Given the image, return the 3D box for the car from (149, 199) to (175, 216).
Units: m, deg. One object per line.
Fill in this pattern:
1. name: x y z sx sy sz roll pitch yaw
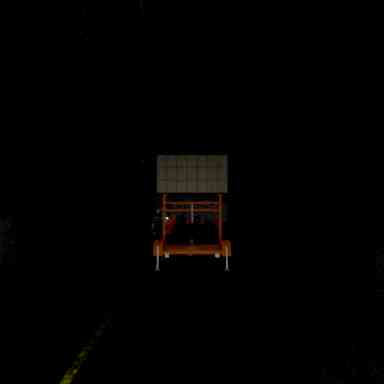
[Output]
1. car: -3.073 1.508 32.504 2.128 1.511 4.902 0 0 0

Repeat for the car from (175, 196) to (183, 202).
1. car: -2.936 1.609 73.287 1.837 1.490 4.892 0 0 0

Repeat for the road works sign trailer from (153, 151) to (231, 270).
1. road works sign trailer: 0.008 0.465 10.955 2.380 3.560 2.880 0 0 0
